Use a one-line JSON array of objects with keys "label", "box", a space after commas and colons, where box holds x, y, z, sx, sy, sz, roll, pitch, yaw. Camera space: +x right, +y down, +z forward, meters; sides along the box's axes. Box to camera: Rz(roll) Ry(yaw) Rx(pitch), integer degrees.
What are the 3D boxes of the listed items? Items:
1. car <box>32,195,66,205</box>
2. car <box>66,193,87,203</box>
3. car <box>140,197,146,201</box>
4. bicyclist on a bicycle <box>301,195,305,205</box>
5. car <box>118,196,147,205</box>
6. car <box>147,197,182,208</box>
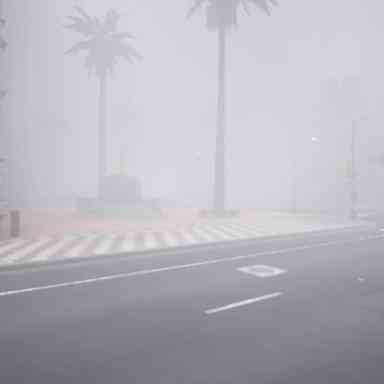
[{"label": "car", "box": [-24.811, 1.523, 57.054, 4.892, 1.490, 1.837, 0, 0, -14]}, {"label": "car", "box": [-22.199, 1.247, 61.275, 5.566, 2.045, 2.150, 0, 0, -10]}, {"label": "car", "box": [-5.627, 1.641, 53.916, 4.718, 1.301, 1.895, 0, 0, 12]}, {"label": "bicyclist on a bicycle", "box": [19.115, 1.376, 57.127, 0.582, 1.620, 1.656, 0, 0, 42]}, {"label": "car", "box": [-11.060, 1.532, 61.805, 4.902, 1.511, 2.128, 0, 0, 3]}, {"label": "car", "box": [-3.945, 1.543, 49.864, 4.892, 1.490, 1.837, 0, -1, 16]}]
